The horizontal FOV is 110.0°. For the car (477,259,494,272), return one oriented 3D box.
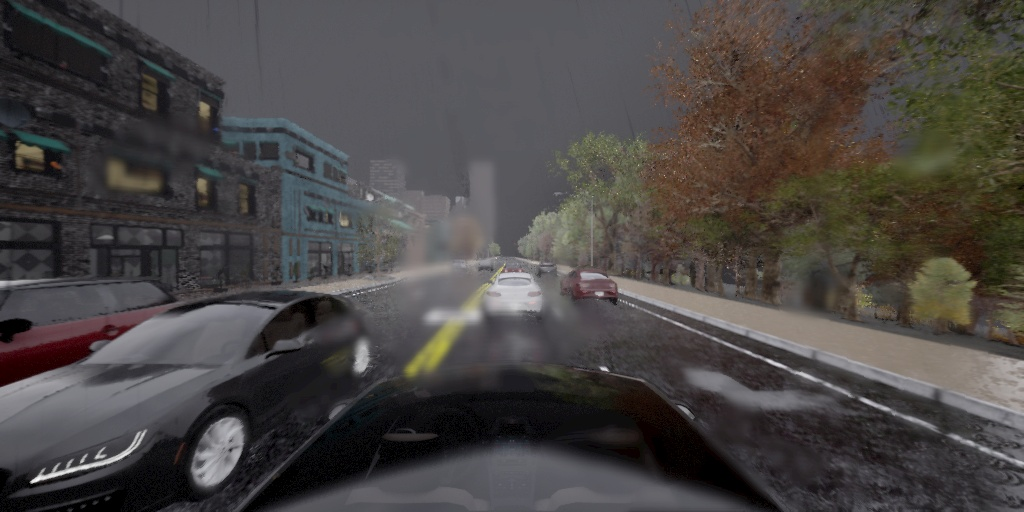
[{"bbox_3d":[-3.341,1.209,46.191,1.882,1.535,5.008,0,0,0],"label":"car"}]

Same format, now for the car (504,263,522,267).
[{"bbox_3d":[0.094,1.338,33.228,1.895,1.301,4.718,0,0,0],"label":"car"}]

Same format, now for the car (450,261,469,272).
[{"bbox_3d":[-6.596,1.332,45.592,1.895,1.301,4.718,0,0,0],"label":"car"}]

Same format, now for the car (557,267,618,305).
[{"bbox_3d":[3.334,1.270,15.913,1.812,1.442,4.674,0,0,0],"label":"car"}]

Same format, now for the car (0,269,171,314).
[{"bbox_3d":[-6.600,1.101,4.482,2.097,1.767,4.553,0,0,0],"label":"car"}]

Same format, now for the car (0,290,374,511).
[{"bbox_3d":[-3.352,1.254,4.490,1.837,1.490,4.892,0,0,0],"label":"car"}]

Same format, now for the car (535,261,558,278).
[{"bbox_3d":[3.343,1.228,34.195,2.128,1.511,4.902,0,0,0],"label":"car"}]

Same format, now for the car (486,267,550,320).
[{"bbox_3d":[0.098,1.271,12.507,1.812,1.442,4.674,0,0,0],"label":"car"}]
